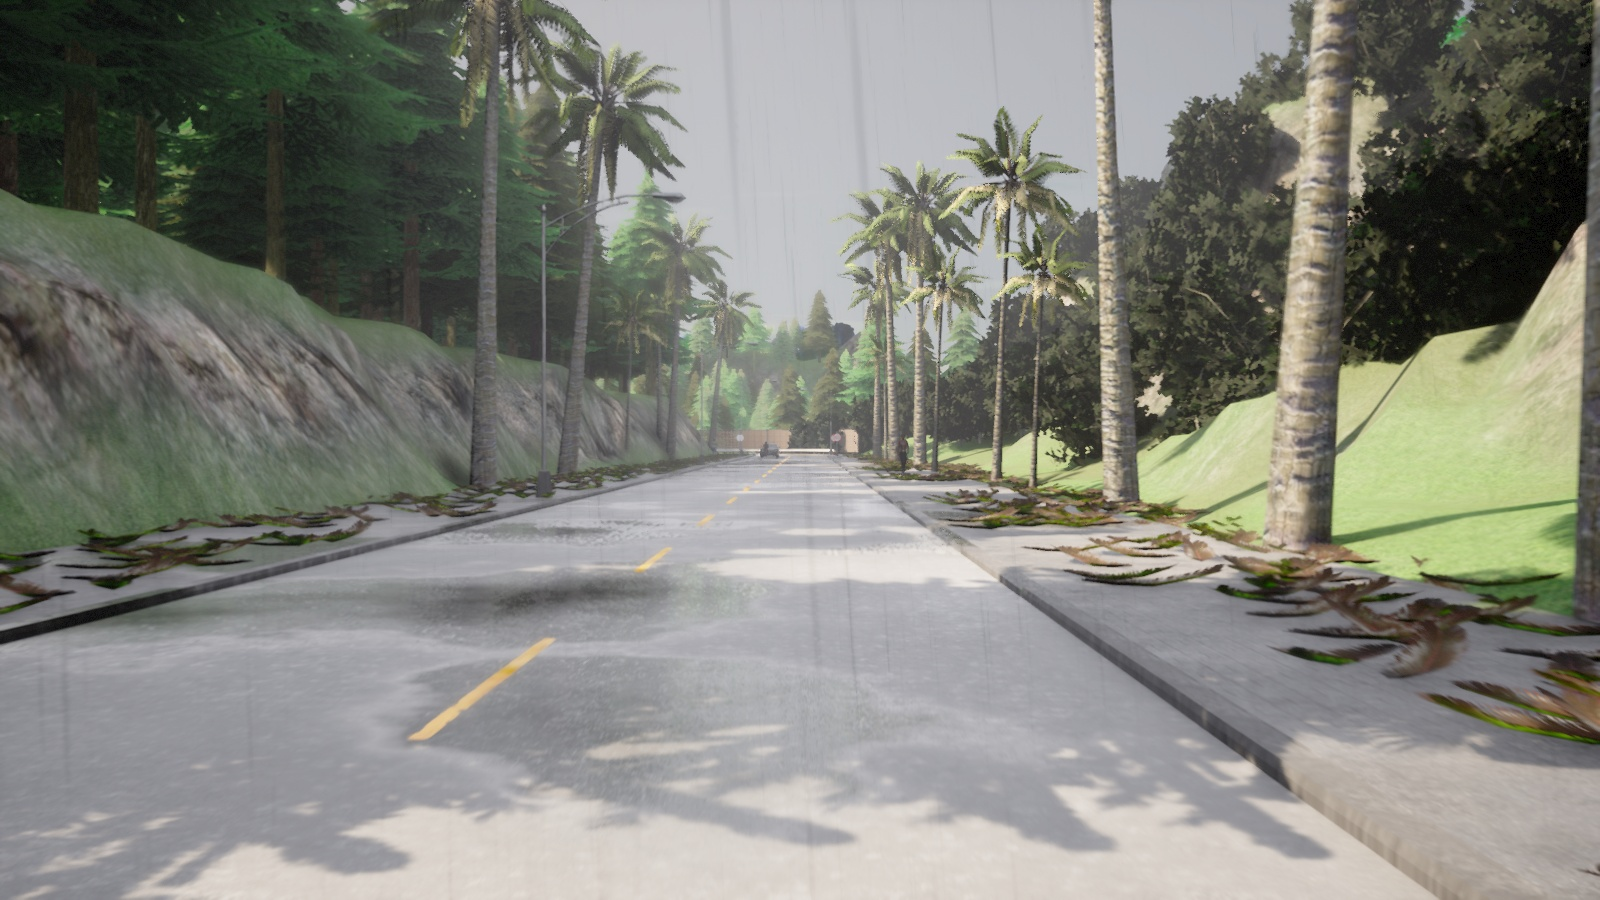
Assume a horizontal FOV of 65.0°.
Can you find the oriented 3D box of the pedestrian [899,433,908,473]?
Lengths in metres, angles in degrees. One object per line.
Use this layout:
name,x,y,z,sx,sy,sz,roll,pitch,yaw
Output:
pedestrian,4.657,0.131,56.585,0.328,1.805,0.869,0,0,1
